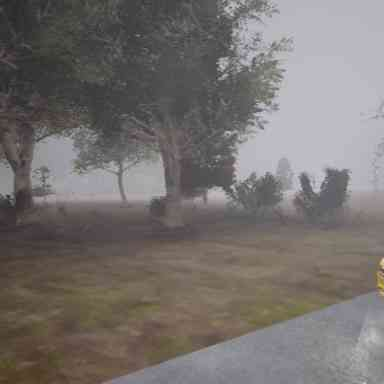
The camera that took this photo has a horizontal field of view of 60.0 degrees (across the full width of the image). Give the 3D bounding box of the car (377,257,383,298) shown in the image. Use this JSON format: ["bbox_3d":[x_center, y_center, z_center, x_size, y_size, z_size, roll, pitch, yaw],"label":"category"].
[{"bbox_3d":[5.888,1.425,6.977,5.008,1.535,1.882,-1,1,-33],"label":"car"}]
